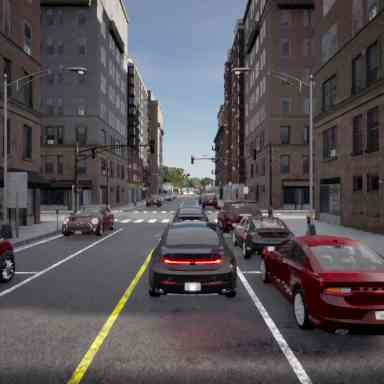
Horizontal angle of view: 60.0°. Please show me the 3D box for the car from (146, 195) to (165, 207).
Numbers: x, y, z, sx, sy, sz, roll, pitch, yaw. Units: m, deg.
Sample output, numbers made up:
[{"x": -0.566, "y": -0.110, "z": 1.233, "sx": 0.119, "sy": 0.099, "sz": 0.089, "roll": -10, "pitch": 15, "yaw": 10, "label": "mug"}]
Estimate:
[{"x": -5.770, "y": 1.313, "z": 50.624, "sx": 2.192, "sy": 1.841, "sz": 5.009, "roll": 0, "pitch": 0, "yaw": 0, "label": "car"}]

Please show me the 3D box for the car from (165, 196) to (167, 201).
[{"x": -5.806, "y": 1.564, "z": 56.128, "sx": 1.947, "sy": 1.339, "sz": 4.313, "roll": 0, "pitch": 0, "yaw": 0, "label": "car"}]

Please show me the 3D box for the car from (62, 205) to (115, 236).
[{"x": -5.511, "y": 1.440, "z": 18.066, "sx": 1.967, "sy": 1.590, "sz": 4.097, "roll": 0, "pitch": 0, "yaw": 0, "label": "car"}]

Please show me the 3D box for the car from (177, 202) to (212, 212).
[{"x": -0.062, "y": 1.505, "z": 17.995, "sx": 1.837, "sy": 1.490, "sz": 4.892, "roll": 0, "pitch": 0, "yaw": 0, "label": "car"}]

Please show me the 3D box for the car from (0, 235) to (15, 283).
[{"x": -5.431, "y": 1.440, "z": 6.702, "sx": 1.967, "sy": 1.590, "sz": 4.097, "roll": 0, "pitch": 0, "yaw": 0, "label": "car"}]

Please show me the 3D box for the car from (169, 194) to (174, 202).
[{"x": -5.951, "y": 1.541, "z": 78.142, "sx": 1.887, "sy": 1.381, "sz": 4.507, "roll": 0, "pitch": 0, "yaw": 0, "label": "car"}]

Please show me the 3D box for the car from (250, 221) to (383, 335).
[{"x": 2.594, "y": 1.545, "z": 6.758, "sx": 1.887, "sy": 1.381, "sz": 4.507, "roll": 0, "pitch": 0, "yaw": 0, "label": "car"}]

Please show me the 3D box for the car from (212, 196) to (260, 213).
[{"x": 2.514, "y": 1.315, "z": 18.123, "sx": 2.192, "sy": 1.841, "sz": 5.009, "roll": 0, "pitch": 0, "yaw": 0, "label": "car"}]

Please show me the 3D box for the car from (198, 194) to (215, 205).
[{"x": 2.388, "y": 1.314, "z": 45.178, "sx": 2.192, "sy": 1.841, "sz": 5.009, "roll": 0, "pitch": 0, "yaw": 0, "label": "car"}]

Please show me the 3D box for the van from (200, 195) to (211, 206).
[{"x": 2.302, "y": 1.339, "z": 56.186, "sx": 1.690, "sy": 1.788, "sz": 3.998, "roll": 0, "pitch": 0, "yaw": 0, "label": "van"}]

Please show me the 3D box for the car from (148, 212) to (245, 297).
[{"x": 0.012, "y": 1.505, "z": 8.579, "sx": 1.837, "sy": 1.490, "sz": 4.892, "roll": 0, "pitch": 0, "yaw": 0, "label": "car"}]

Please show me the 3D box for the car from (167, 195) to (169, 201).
[{"x": -5.842, "y": 1.548, "z": 61.631, "sx": 2.008, "sy": 1.369, "sz": 4.403, "roll": 0, "pitch": 0, "yaw": 0, "label": "car"}]

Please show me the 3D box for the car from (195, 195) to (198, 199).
[{"x": 2.259, "y": 1.312, "z": 61.689, "sx": 2.192, "sy": 1.841, "sz": 5.009, "roll": 0, "pitch": 0, "yaw": 0, "label": "car"}]

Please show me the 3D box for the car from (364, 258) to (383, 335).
[{"x": 2.634, "y": 1.440, "z": 1.076, "sx": 1.967, "sy": 1.590, "sz": 4.097, "roll": 0, "pitch": 0, "yaw": 0, "label": "car"}]

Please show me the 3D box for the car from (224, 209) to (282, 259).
[{"x": 2.554, "y": 1.551, "z": 12.441, "sx": 2.008, "sy": 1.369, "sz": 4.403, "roll": 0, "pitch": 0, "yaw": 0, "label": "car"}]
